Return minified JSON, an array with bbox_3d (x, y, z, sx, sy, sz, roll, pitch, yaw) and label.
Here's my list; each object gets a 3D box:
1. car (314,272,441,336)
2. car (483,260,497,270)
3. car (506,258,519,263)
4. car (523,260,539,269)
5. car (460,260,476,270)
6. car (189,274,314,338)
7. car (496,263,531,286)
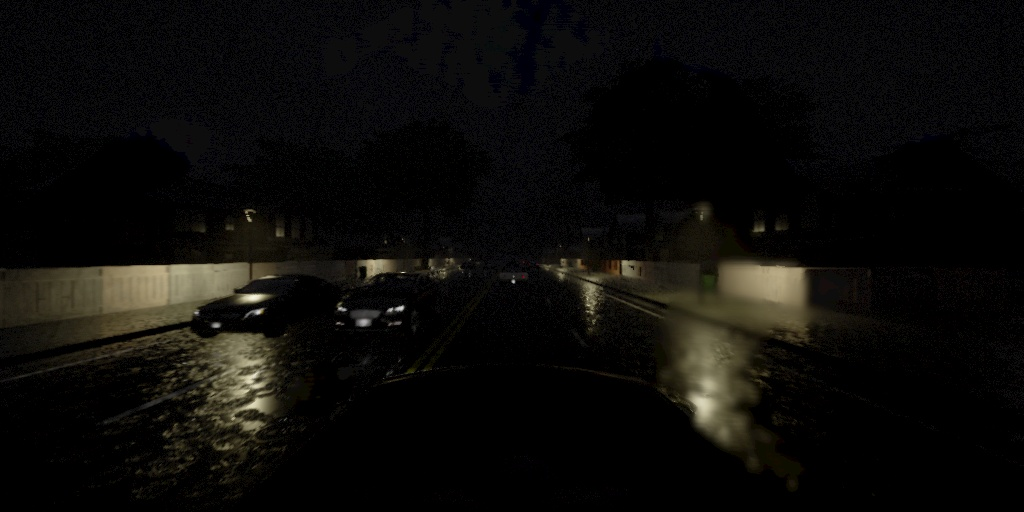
[{"bbox_3d":[-3.350,1.240,10.540,2.128,1.511,4.902,0,0,0],"label":"car"},{"bbox_3d":[-3.315,1.284,54.040,2.128,1.511,4.902,0,0,0],"label":"car"},{"bbox_3d":[0.088,1.157,59.464,2.097,1.767,4.553,0,0,0],"label":"car"},{"bbox_3d":[3.338,1.349,57.974,2.033,1.411,5.357,0,0,0],"label":"car"},{"bbox_3d":[-6.565,1.283,54.029,2.128,1.511,4.902,0,0,0],"label":"car"},{"bbox_3d":[-6.602,1.274,10.330,1.812,1.442,4.674,0,0,0],"label":"car"},{"bbox_3d":[0.096,1.353,25.437,1.895,1.301,4.718,0,0,0],"label":"car"}]
